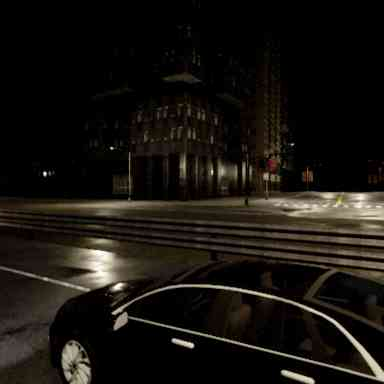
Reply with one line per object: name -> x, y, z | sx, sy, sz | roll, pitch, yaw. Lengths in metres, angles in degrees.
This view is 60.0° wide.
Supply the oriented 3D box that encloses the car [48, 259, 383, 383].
car -> 0.450, 1.507, 3.530 | 4.892, 1.490, 1.837 | 0, 0, 35
